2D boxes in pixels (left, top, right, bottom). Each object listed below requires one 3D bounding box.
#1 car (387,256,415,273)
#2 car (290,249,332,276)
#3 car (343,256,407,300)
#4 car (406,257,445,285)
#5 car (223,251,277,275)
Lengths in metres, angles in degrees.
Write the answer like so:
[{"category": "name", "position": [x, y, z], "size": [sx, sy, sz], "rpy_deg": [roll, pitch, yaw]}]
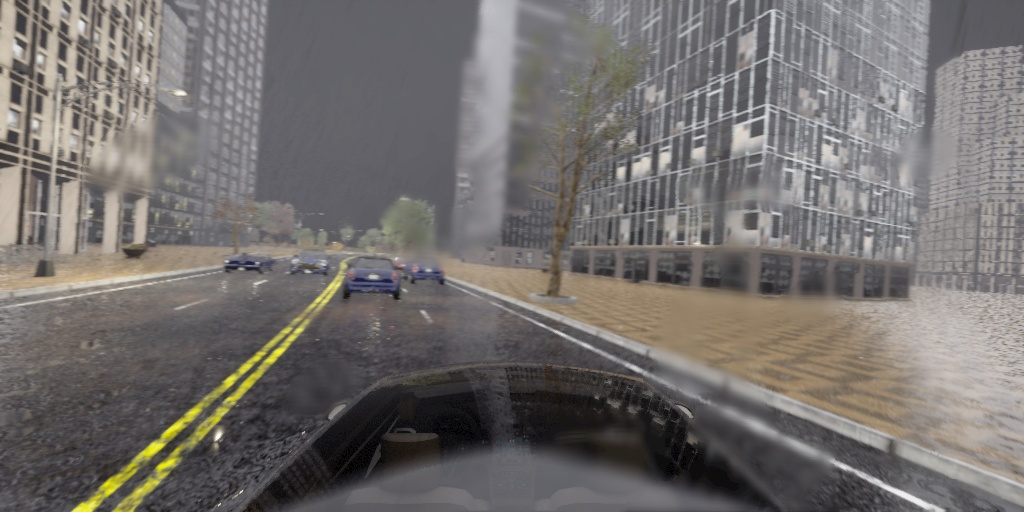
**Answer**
[{"category": "car", "position": [-10.842, 0.763, 34.779], "size": [1.994, 1.385, 4.181], "rpy_deg": [4, 0, -25]}, {"category": "car", "position": [-13.228, 0.331, 23.847], "size": [2.097, 1.767, 4.553], "rpy_deg": [4, 0, -24]}, {"category": "car", "position": [-6.017, 0.768, 15.526], "size": [2.097, 1.767, 4.553], "rpy_deg": [4, 0, -22]}, {"category": "car", "position": [-5.824, 0.823, 23.513], "size": [2.097, 1.767, 4.553], "rpy_deg": [4, 0, -23]}, {"category": "car", "position": [-16.047, 0.383, 22.180], "size": [1.895, 1.301, 4.718], "rpy_deg": [4, 0, -24]}]
